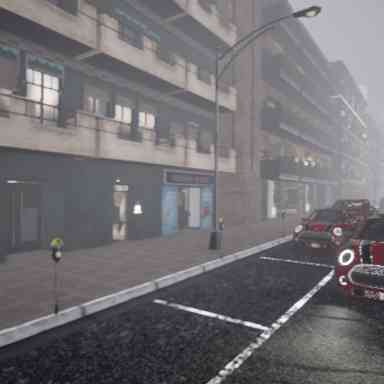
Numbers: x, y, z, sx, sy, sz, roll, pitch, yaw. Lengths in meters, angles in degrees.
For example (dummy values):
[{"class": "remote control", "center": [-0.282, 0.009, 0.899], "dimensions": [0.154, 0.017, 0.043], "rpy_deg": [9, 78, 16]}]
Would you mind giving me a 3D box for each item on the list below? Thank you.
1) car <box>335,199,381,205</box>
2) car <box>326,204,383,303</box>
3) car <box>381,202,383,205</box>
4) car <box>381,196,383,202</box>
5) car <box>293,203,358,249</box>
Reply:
[{"class": "car", "center": [8.846, 1.319, 18.488], "dimensions": [2.192, 1.841, 5.009], "rpy_deg": [1, 0, 34]}, {"class": "car", "center": [4.895, 1.359, 8.001], "dimensions": [2.097, 1.767, 4.553], "rpy_deg": [0, 0, 34]}, {"class": "car", "center": [12.032, 1.594, 23.137], "dimensions": [1.802, 1.307, 4.206], "rpy_deg": [1, 0, 34]}, {"class": "car", "center": [24.792, 1.355, 41.725], "dimensions": [2.192, 1.841, 5.009], "rpy_deg": [1, 0, 34]}, {"class": "car", "center": [5.655, 1.437, 13.842], "dimensions": [1.967, 1.590, 4.097], "rpy_deg": [1, 0, 34]}]
